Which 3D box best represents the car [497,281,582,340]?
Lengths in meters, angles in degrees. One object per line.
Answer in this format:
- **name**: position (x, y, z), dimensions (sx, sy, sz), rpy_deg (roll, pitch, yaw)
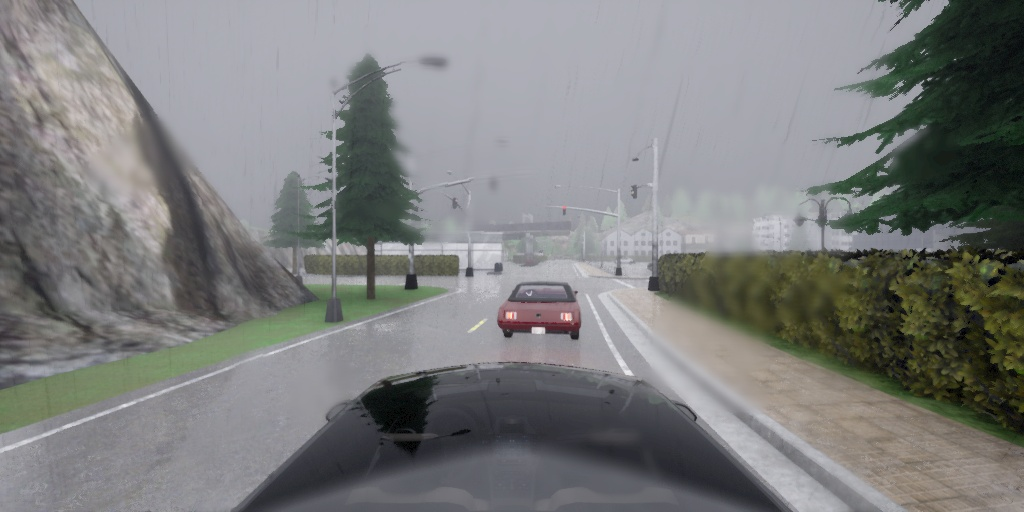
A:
- **car**: position (0.909, 1.348, 10.064), dimensions (1.895, 1.301, 4.718), rpy_deg (0, 0, 8)
